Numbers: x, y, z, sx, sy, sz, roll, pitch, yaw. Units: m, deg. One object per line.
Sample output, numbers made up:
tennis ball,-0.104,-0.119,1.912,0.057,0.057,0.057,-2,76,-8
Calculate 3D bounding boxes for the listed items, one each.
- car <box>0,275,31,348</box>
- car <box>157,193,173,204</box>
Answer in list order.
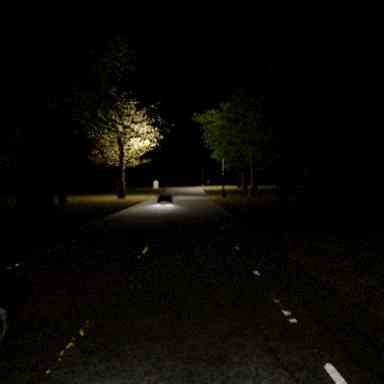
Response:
car,-3.597,1.594,3.270,1.895,1.301,4.718,0,0,0
car,-3.591,0.858,44.784,1.895,1.301,4.718,0,1,0
